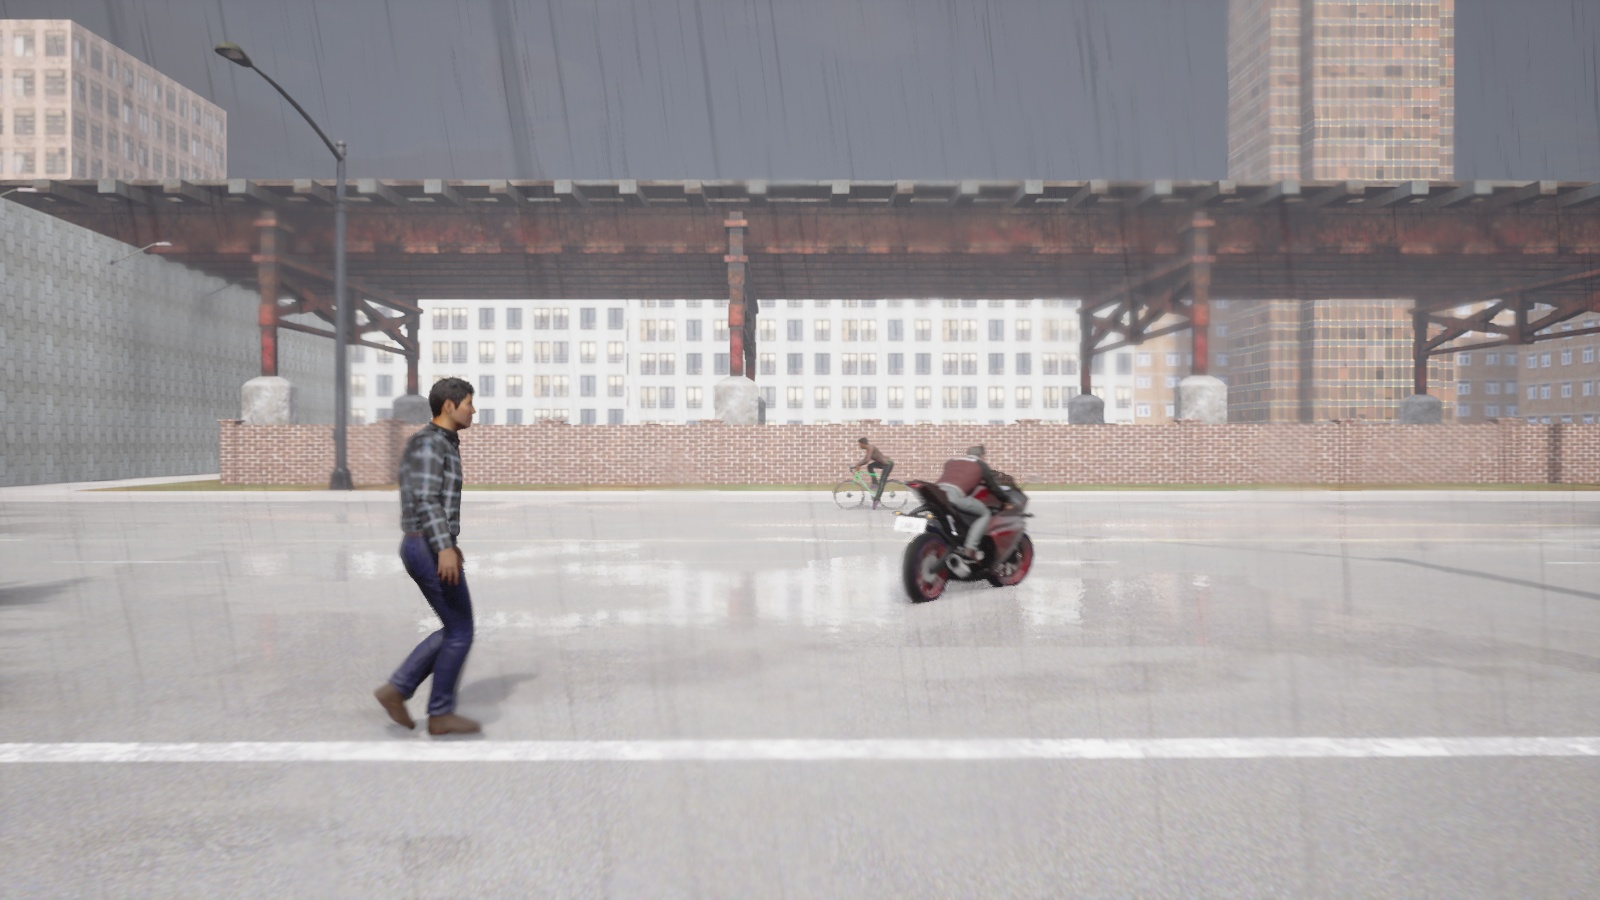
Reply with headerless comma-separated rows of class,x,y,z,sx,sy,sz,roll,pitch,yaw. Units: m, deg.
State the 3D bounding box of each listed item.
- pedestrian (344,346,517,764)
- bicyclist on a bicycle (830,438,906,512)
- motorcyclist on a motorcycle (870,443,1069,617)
pedestrian,-1.820,0.488,6.182,0.788,1.949,0.423,0,0,-18
bicyclist on a bicycle,1.491,0.544,27.743,1.656,1.620,0.582,0,0,1
motorcyclist on a motorcycle,1.718,0.713,12.405,0.866,1.530,2.191,4,3,40
